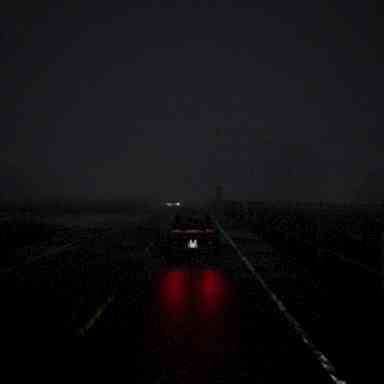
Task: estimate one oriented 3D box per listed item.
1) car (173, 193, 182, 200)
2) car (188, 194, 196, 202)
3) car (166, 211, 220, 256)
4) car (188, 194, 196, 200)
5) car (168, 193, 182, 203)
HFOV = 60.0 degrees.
[{"bbox_3d":[-3.487,1.037,81.015,1.882,1.535,5.008,0,0,0],"label":"car"},{"bbox_3d":[0.012,1.470,77.262,1.812,1.442,4.674,0,0,0],"label":"car"},{"bbox_3d":[0.045,1.484,13.071,2.128,1.511,4.902,0,0,0],"label":"car"},{"bbox_3d":[0.014,1.310,87.268,2.033,1.411,5.357,0,0,0],"label":"car"},{"bbox_3d":[-3.514,1.309,65.328,2.097,1.767,4.553,0,0,1],"label":"car"}]
